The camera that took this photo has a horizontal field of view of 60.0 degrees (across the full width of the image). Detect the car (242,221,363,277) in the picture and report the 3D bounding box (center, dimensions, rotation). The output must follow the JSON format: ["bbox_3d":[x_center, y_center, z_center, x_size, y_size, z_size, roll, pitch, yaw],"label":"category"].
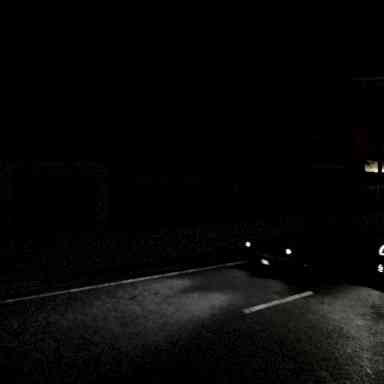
[{"bbox_3d":[3.809,1.616,10.391,4.718,1.301,1.895,0,0,-35],"label":"car"}]

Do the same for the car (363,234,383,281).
[{"bbox_3d":[6.613,1.369,8.399,4.553,1.767,2.097,0,0,-35],"label":"car"}]
